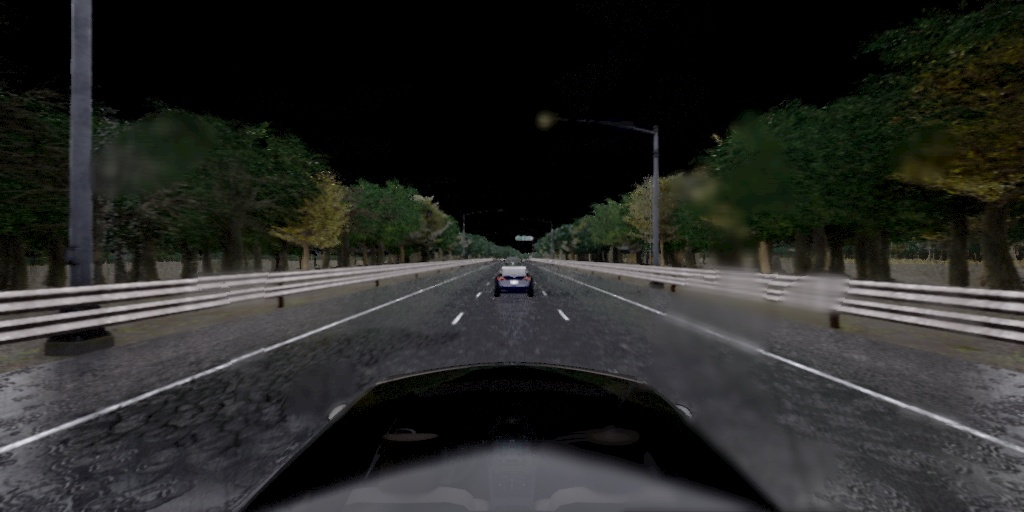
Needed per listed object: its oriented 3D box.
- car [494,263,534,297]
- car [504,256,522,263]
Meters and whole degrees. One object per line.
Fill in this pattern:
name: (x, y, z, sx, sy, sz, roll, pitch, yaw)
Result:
car: (0.104, 1.289, 19.378, 2.163, 1.488, 4.792, 0, 0, 0)
car: (0.111, 1.065, 47.704, 2.150, 2.045, 5.566, 0, 0, 0)
